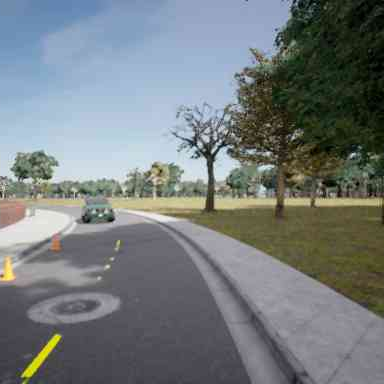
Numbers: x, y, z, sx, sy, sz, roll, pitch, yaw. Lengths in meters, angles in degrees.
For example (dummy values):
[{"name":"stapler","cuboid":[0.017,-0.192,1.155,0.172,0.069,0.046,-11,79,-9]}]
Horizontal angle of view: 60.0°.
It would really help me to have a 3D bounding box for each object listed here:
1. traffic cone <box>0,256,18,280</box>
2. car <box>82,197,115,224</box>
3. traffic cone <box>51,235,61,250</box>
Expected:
[{"name":"traffic cone","cuboid":[-4.947,2.038,8.970,0.340,0.580,0.340,0,0,-6]},{"name":"car","cuboid":[-7.981,1.454,27.894,2.150,2.045,5.566,0,-1,-22]},{"name":"traffic cone","cuboid":[-5.627,2.073,13.786,0.340,0.580,0.340,0,0,-10]}]
